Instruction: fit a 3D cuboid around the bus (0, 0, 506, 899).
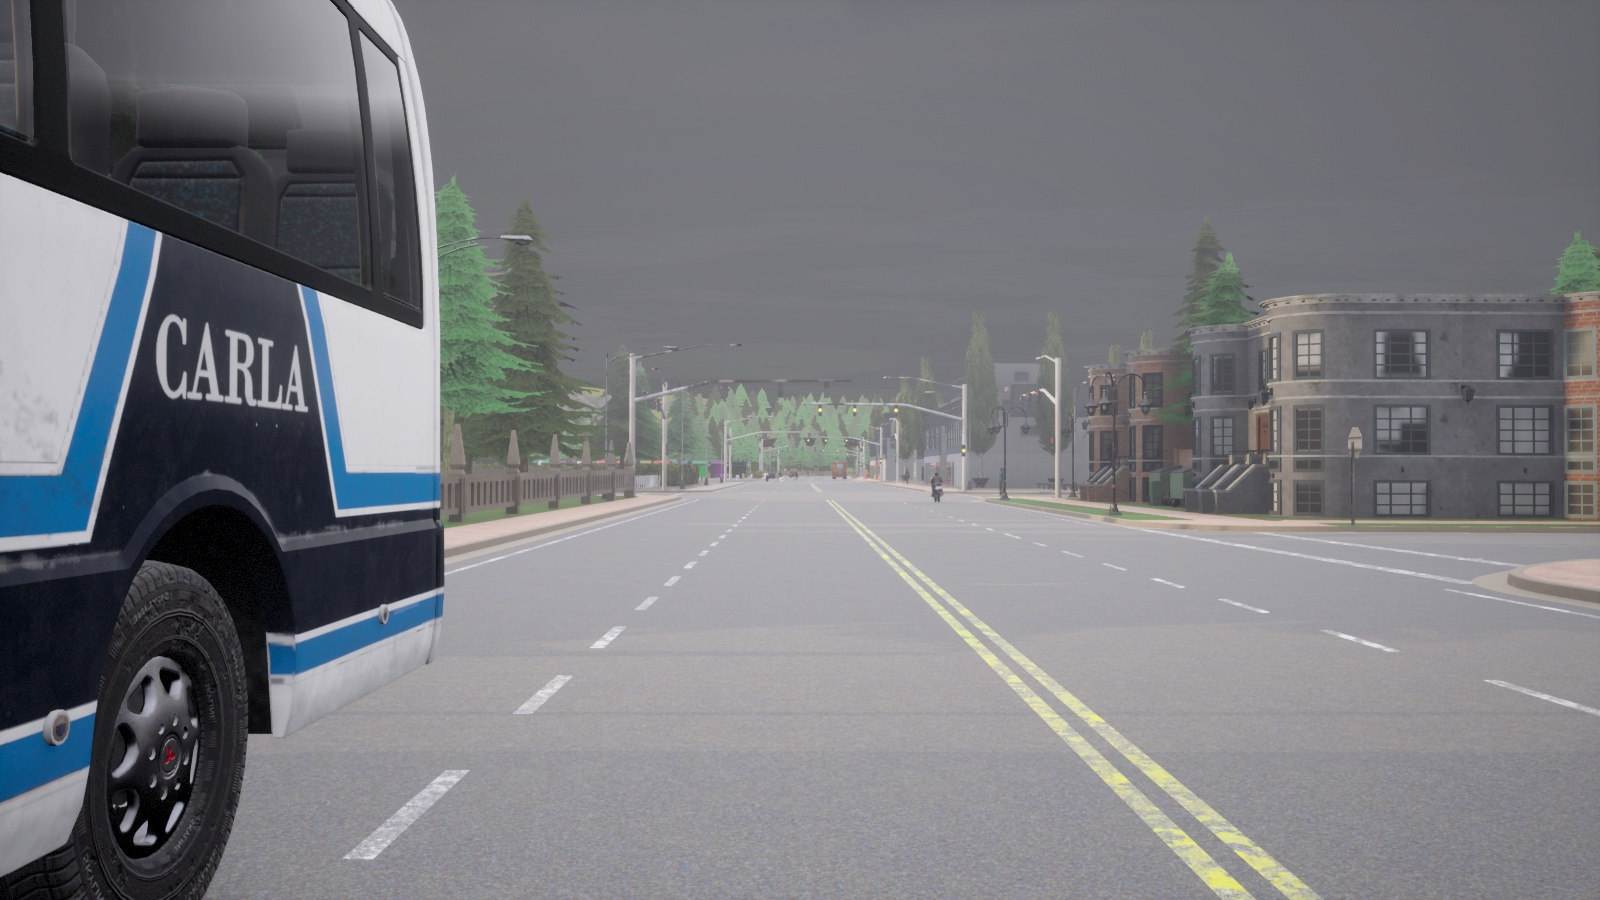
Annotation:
[{"bbox_3d":[-3.508,-0.523,1.472,3.944,4.253,10.273,0,-1,0],"label":"bus"}]
